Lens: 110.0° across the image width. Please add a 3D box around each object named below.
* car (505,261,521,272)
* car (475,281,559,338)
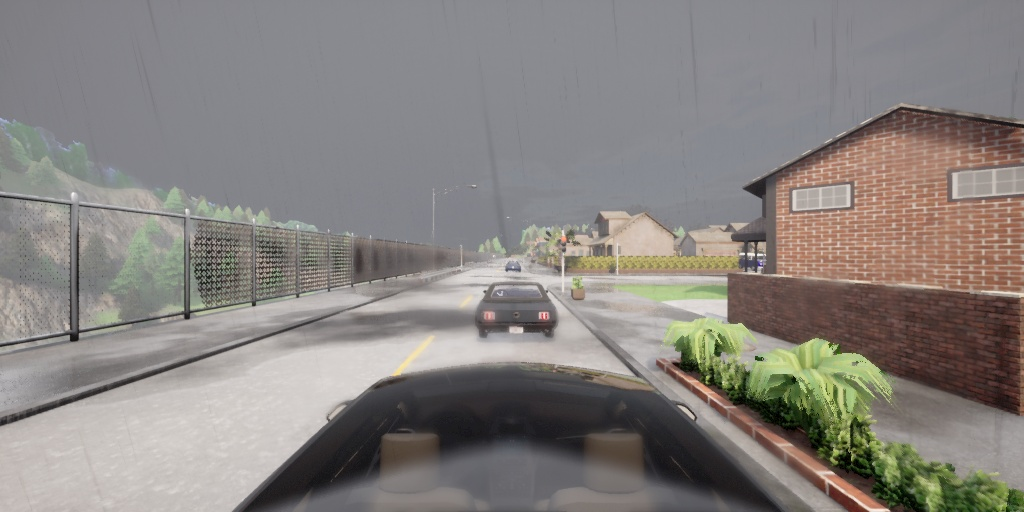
[{"bbox_3d":[0.152,1.314,46.273,1.994,1.385,4.181,0,0,0],"label":"car"},{"bbox_3d":[0.108,1.351,10.145,1.895,1.301,4.718,0,0,0],"label":"car"}]
